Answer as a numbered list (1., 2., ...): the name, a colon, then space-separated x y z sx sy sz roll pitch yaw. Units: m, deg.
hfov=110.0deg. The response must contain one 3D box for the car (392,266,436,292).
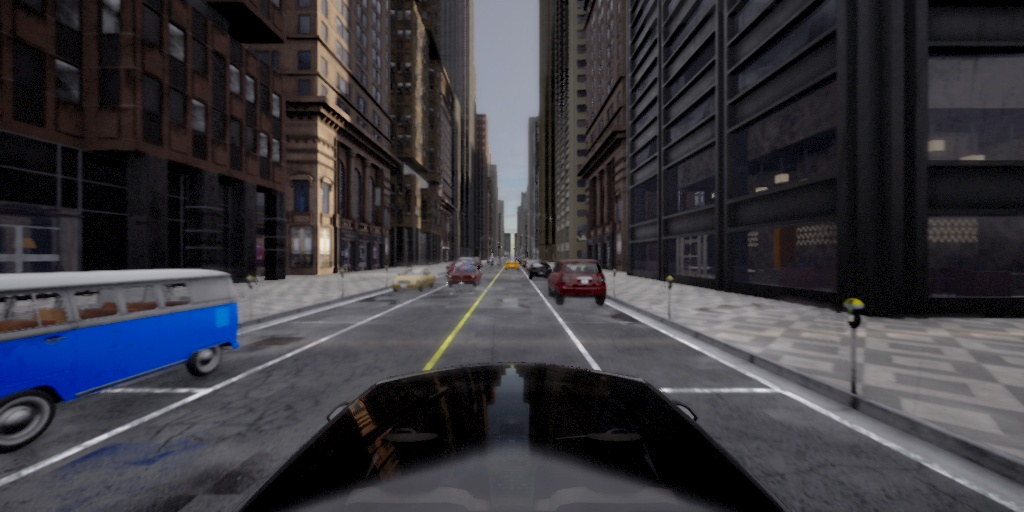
1. car: -5.754 1.275 21.489 1.751 1.417 4.829 0 0 0

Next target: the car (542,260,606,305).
1. car: 2.769 1.063 16.048 2.192 1.841 5.009 0 0 0

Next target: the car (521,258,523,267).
1. car: 2.786 1.345 60.998 1.802 1.307 4.207 0 0 0

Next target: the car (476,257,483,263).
1. car: -5.741 1.076 55.369 2.192 1.841 5.009 0 0 0

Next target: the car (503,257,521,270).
1. car: 0.034 1.237 51.898 1.882 1.535 5.008 0 0 0

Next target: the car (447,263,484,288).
1. car: -3.089 1.350 24.180 1.895 1.301 4.718 0 0 0

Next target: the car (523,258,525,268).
1. car: 2.782 1.284 49.930 1.751 1.417 4.829 0 0 0

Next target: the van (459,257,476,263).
1. van: -5.745 1.097 44.133 1.690 1.789 3.998 0 0 0

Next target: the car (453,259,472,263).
1. car: -5.748 1.299 38.514 1.888 1.381 4.507 0 0 0

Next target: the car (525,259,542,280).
1. car: 2.372 1.229 31.270 1.882 1.535 5.008 0 0 0

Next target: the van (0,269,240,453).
1. van: -5.760 1.090 4.805 1.690 1.789 3.998 0 0 0

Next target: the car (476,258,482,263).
1. car: -5.743 1.309 49.751 2.007 1.370 4.403 0 0 0
